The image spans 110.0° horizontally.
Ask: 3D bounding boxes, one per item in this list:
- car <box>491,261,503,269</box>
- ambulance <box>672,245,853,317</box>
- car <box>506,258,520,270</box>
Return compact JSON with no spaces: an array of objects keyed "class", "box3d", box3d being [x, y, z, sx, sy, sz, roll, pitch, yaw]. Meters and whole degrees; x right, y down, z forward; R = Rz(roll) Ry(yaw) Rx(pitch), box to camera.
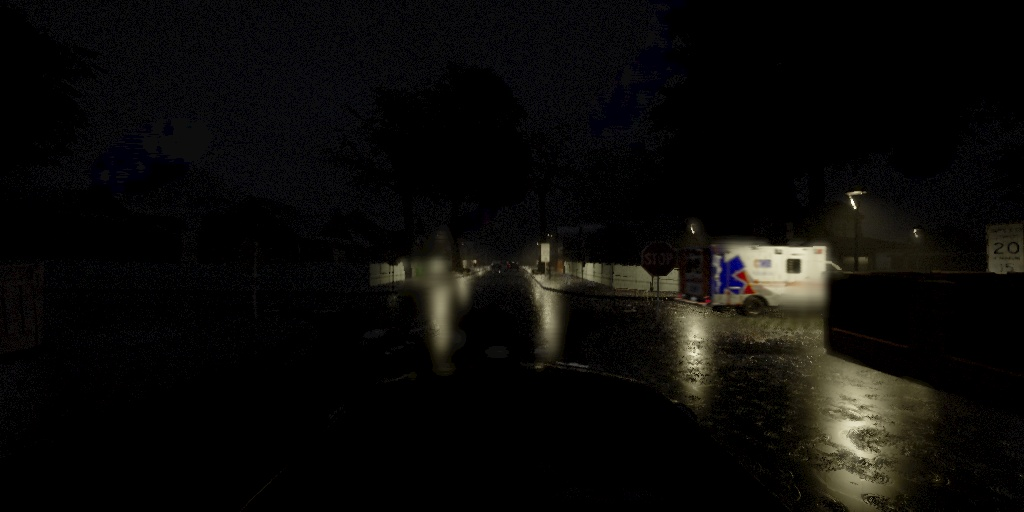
[{"class":"car","box3d":[-2.608,1.540,62.404,2.128,1.511,4.902,0,-1,0]},{"class":"ambulance","box3d":[9.491,0.924,13.095,6.366,2.431,2.351,1,-1,-1]},{"class":"car","box3d":[0.130,1.480,56.564,2.128,1.511,4.902,0,-1,0]}]
